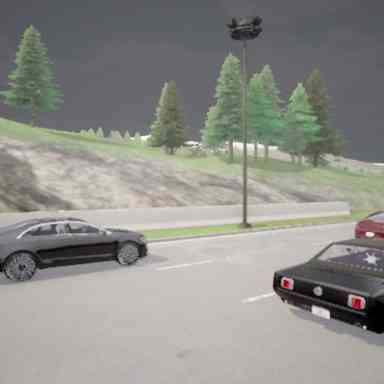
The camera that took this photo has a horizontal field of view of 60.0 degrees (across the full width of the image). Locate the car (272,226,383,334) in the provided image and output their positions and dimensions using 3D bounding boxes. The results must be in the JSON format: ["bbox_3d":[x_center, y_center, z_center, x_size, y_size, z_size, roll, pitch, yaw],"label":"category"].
[{"bbox_3d":[3.826,1.592,6.519,4.718,1.301,1.895,0,0,-36],"label":"car"}]

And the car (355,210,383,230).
[{"bbox_3d":[8.915,1.506,14.499,4.674,1.442,1.812,0,0,-36],"label":"car"}]

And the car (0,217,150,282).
[{"bbox_3d":[-3.620,1.491,9.773,4.902,1.511,2.128,0,0,-36],"label":"car"}]
